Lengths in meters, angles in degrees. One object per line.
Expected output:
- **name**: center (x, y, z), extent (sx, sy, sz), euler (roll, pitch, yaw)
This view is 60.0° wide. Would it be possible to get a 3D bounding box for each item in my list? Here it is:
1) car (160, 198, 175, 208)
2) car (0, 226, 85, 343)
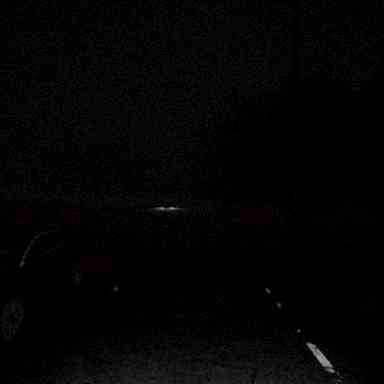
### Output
- **car**: center (-3.597, 1.588, 49.050), extent (1.812, 1.442, 4.674), euler (0, 0, 0)
- **car**: center (-3.602, 1.486, 6.488), extent (2.128, 1.511, 4.902), euler (0, 0, 0)
